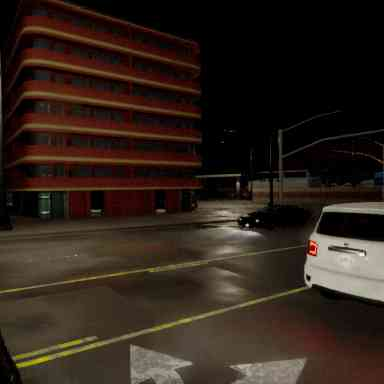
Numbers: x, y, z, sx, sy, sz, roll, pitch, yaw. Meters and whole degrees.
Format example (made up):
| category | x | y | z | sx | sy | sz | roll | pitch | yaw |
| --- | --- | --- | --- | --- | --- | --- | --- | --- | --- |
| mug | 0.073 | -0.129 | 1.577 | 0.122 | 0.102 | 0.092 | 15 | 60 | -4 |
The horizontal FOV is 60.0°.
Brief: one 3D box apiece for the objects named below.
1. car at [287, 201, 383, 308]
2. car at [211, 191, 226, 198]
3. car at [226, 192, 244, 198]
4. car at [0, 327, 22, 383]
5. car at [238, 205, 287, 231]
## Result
| category | x | y | z | sx | sy | sz | roll | pitch | yaw |
| --- | --- | --- | --- | --- | --- | --- | --- | --- | --- |
| car | 4.767 | 1.218 | 7.130 | 5.566 | 2.045 | 2.150 | 0 | 0 | -35 |
| car | 7.393 | 0.671 | 89.321 | 4.611 | 1.667 | 2.242 | -1 | 1 | -35 |
| car | 11.360 | 0.818 | 85.096 | 3.806 | 1.475 | 1.970 | -1 | 1 | -35 |
| car | -3.674 | 1.222 | 1.131 | 5.566 | 2.045 | 2.150 | 0 | 0 | -35 |
| car | 5.348 | 1.509 | 20.600 | 5.357 | 1.411 | 2.033 | 0 | 0 | -35 |
